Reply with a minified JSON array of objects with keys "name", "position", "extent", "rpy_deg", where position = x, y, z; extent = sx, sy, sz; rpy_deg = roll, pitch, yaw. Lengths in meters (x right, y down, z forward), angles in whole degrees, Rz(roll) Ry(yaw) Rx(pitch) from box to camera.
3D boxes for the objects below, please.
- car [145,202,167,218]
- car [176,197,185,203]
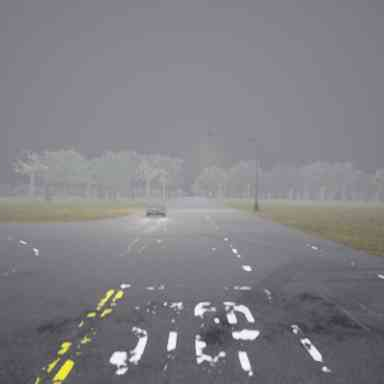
[{"name":"car","position":[-3.576,1.782,33.751],"extent":[1.837,1.490,4.892],"rpy_deg":[0,0,0]},{"name":"car","position":[-3.044,2.050,86.784],"extent":[1.837,1.490,4.892],"rpy_deg":[0,0,6]}]
